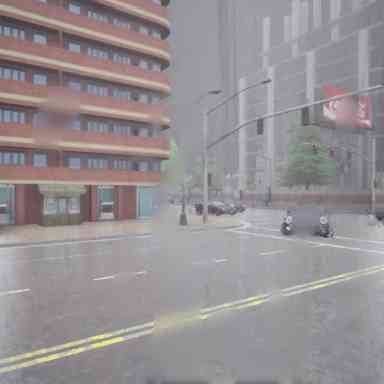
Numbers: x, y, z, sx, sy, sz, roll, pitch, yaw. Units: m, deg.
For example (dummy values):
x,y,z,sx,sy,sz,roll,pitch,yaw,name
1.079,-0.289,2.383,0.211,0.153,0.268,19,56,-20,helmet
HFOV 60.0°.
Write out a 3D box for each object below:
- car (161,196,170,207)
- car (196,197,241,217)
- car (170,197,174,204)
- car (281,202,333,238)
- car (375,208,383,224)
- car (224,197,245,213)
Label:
x,y,z,sx,sy,sz,roll,pitch,yaw,name
-5.974,1.547,49.617,2.033,1.411,5.357,0,0,-35,car
2.220,1.526,31.824,1.812,1.442,4.674,0,0,-35,car
-4.919,1.526,60.662,1.812,1.442,4.674,0,0,-35,car
6.264,1.353,17.755,2.097,1.767,4.553,-1,0,24,car
14.180,1.491,20.828,2.128,1.511,4.902,0,0,-35,car
3.636,1.352,35.887,2.097,1.767,4.553,0,0,-35,car
